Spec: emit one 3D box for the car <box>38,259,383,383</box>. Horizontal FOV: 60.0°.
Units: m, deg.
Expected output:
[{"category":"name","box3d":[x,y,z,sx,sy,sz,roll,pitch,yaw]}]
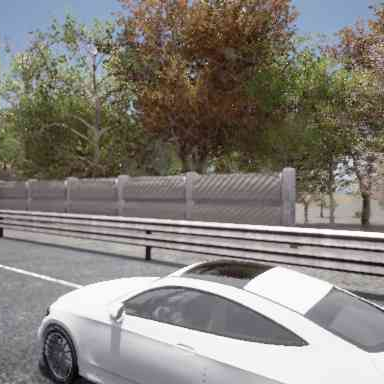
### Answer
[{"category":"car","box3d":[0.220,1.522,3.711,4.674,1.442,1.812,0,0,35]}]
